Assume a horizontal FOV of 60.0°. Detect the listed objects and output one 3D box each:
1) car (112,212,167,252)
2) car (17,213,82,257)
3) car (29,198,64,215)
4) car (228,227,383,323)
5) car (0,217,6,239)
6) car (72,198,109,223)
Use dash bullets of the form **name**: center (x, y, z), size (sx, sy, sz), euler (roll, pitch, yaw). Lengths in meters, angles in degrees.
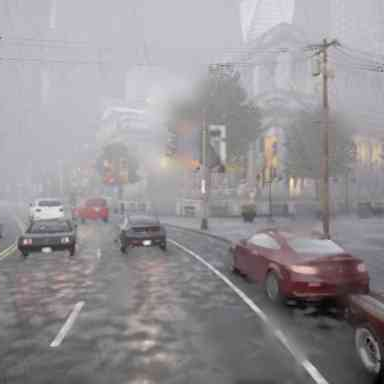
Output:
- **car**: center (-2.409, 1.667, 14.848), size (1.837, 1.490, 4.892), euler (0, 0, -17)
- **car**: center (-5.711, 1.756, 13.715), size (1.895, 1.301, 4.718), euler (0, -1, -17)
- **car**: center (-11.877, 1.531, 27.084), size (2.150, 2.045, 5.566), euler (0, 0, -30)
- **car**: center (2.310, 1.602, 8.312), size (2.002, 1.452, 4.674), euler (0, -1, -10)
- **car**: center (-10.141, 1.678, 15.667), size (2.128, 1.511, 4.902), euler (0, -1, -20)
- **car**: center (-8.860, 1.543, 28.859), size (2.150, 2.045, 5.566), euler (0, 0, -30)
